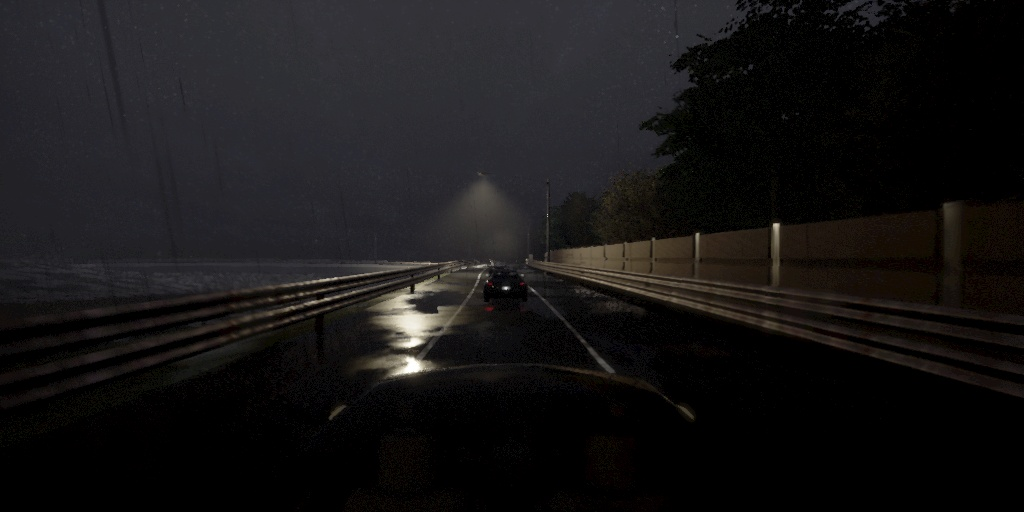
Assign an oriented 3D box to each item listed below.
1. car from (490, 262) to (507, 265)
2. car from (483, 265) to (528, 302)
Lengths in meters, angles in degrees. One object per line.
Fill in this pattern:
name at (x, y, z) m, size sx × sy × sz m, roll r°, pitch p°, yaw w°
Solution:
car at (-1.230, 1.249, 32.147) m, size 2.128 × 1.511 × 4.902 m, roll 0°, pitch 0°, yaw -4°
car at (-0.335, 1.325, 17.077) m, size 1.994 × 1.385 × 4.181 m, roll 0°, pitch 0°, yaw -2°
